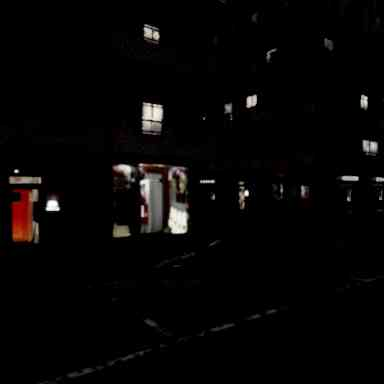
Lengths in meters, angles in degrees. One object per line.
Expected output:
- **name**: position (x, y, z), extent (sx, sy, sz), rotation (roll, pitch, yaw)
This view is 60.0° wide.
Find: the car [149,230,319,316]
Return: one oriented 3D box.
- **car**: position (1.102, 1.540, 7.341), extent (4.206, 1.307, 1.802), rotation (-1, 0, -35)
